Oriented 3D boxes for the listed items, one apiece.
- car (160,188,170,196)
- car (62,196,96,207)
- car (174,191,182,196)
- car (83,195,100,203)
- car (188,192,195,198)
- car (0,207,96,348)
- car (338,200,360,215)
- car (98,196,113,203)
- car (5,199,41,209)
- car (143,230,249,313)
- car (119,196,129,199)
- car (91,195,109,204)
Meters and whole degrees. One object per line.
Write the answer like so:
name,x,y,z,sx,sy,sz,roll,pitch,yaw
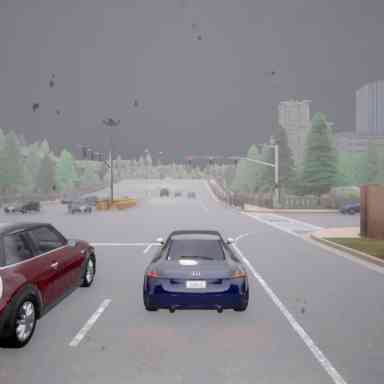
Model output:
car,-7.143,-0.093,88.214,2.150,2.045,5.566,0,7,0
car,-11.861,1.491,34.763,2.128,1.511,4.902,0,0,-28
car,-3.642,0.310,87.959,1.895,1.301,4.718,0,7,0
car,-21.046,1.418,69.708,2.033,1.411,5.357,0,1,0
car,-0.123,0.584,84.326,2.033,1.411,5.357,0,6,0
car,-3.431,1.352,6.443,2.097,1.767,4.553,0,0,0
car,17.097,1.526,33.157,4.674,1.442,1.812,0,0,0
car,-17.535,1.532,67.627,1.895,1.301,4.718,0,1,0
car,-17.593,1.491,34.750,2.128,1.511,4.902,0,0,0
car,0.078,1.564,7.739,1.994,1.385,4.181,0,0,0
car,-14.038,1.468,68.200,2.033,1.411,5.357,0,1,0
car,-14.083,1.564,52.001,1.994,1.385,4.181,0,0,0
